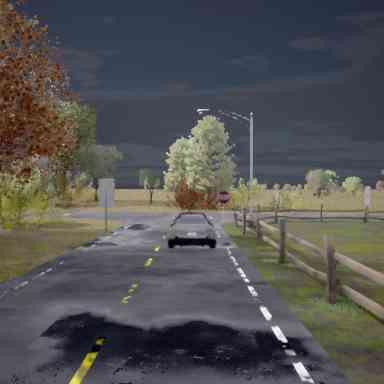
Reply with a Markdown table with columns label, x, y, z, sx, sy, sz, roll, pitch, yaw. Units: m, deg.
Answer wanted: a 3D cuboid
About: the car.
| label | x | y | z | sx | sy | sz | roll | pitch | yaw |
| --- | --- | --- | --- | --- | --- | --- | --- | --- | --- |
| car | 0.000 | 1.569 | 14.652 | 1.994 | 1.385 | 4.181 | 0 | 0 | 0 |
